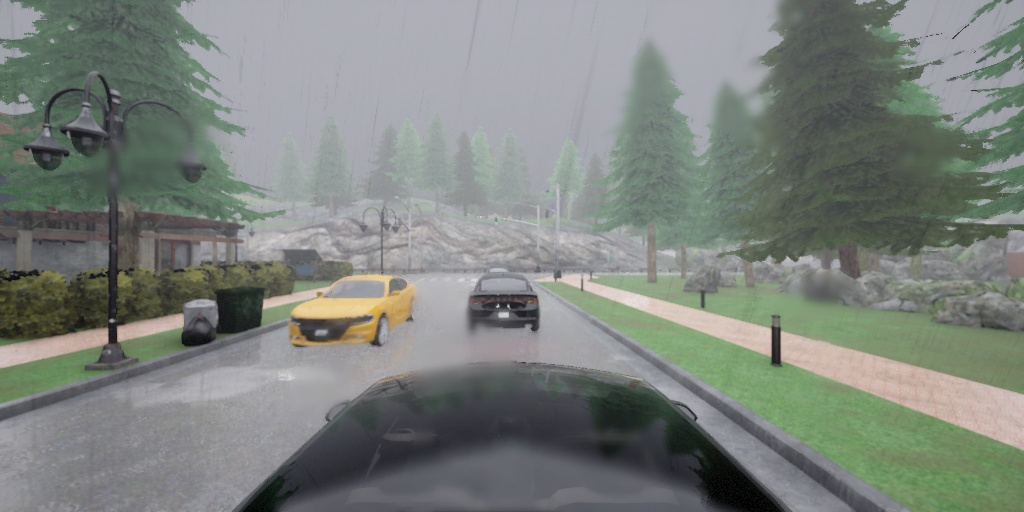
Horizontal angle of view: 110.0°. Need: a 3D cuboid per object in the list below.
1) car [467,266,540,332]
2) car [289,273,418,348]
[{"bbox_3d":[-0.285,1.260,11.057,1.882,1.535,5.008,0,0,-2],"label":"car"},{"bbox_3d":[-3.864,1.255,9.591,1.882,1.535,5.008,0,0,-3],"label":"car"}]
